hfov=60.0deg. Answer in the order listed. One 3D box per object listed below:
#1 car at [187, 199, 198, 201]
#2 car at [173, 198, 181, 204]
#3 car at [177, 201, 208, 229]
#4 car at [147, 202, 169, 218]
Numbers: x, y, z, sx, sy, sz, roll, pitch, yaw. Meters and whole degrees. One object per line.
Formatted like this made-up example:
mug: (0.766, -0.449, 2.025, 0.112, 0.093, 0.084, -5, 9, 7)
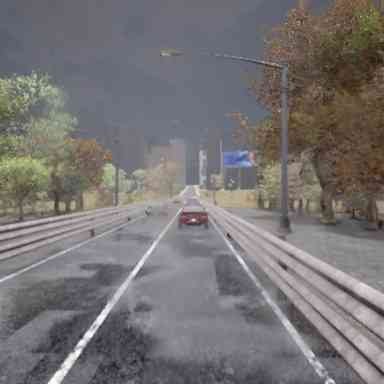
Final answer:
car: (0.091, 1.602, 41.831, 2.097, 1.767, 4.553, 0, 0, 0)
car: (-3.295, 2.012, 74.092, 2.033, 1.411, 5.357, 0, 0, 0)
car: (0.096, 1.583, 22.703, 1.882, 1.535, 5.008, 0, 0, 0)
car: (-3.349, 1.709, 33.014, 1.812, 1.442, 4.674, 0, 0, 0)
